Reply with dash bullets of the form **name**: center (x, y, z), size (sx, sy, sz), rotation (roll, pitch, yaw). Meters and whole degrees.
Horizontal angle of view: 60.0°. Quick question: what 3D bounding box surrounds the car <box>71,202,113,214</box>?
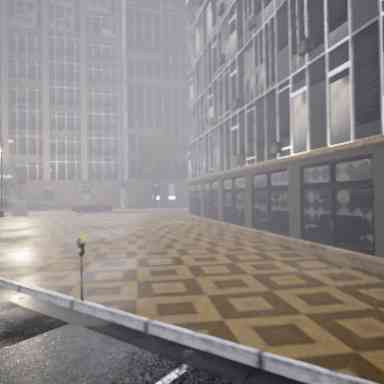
- **car**: center (-11.537, 1.799, 38.501), size (4.718, 1.301, 1.895), rotation (-1, -1, -14)
